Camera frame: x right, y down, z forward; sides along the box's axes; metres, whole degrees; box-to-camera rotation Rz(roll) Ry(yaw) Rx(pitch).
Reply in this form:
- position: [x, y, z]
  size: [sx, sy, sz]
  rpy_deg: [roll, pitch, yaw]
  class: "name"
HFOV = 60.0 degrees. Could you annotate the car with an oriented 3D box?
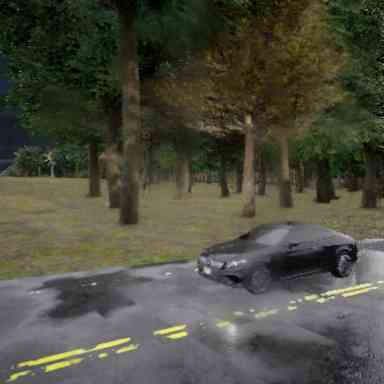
- position: [2.371, 1.518, 8.714]
  size: [4.674, 1.442, 1.812]
  rpy_deg: [0, 0, -30]
  class: "car"
